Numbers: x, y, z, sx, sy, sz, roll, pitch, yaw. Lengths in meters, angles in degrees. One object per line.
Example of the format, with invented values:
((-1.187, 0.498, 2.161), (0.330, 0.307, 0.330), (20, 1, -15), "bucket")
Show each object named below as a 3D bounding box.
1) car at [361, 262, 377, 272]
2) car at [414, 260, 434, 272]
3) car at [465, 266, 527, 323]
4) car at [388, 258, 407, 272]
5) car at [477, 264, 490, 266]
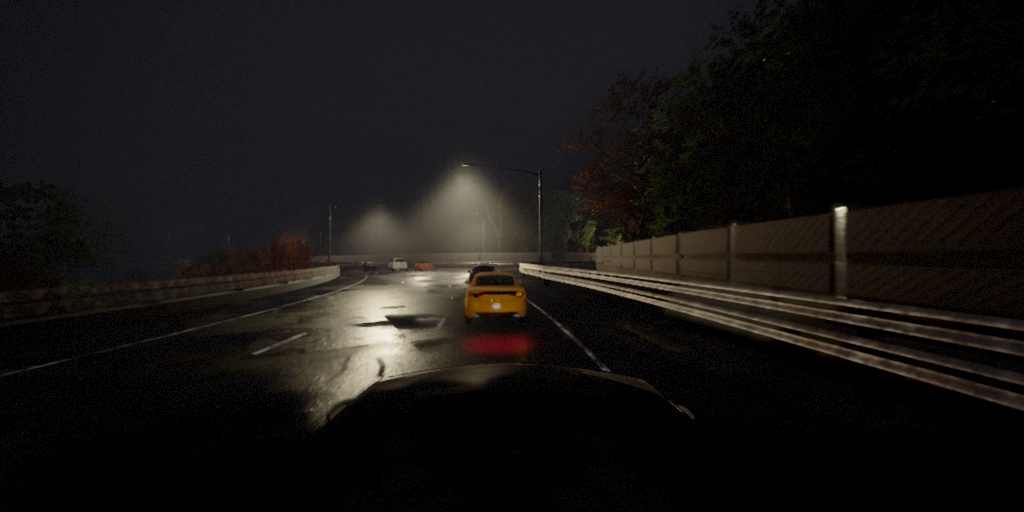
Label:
((-22.666, 1.672, 56.835), (2.128, 1.511, 4.902), (0, 0, -30), "car")
((-13.486, 1.473, 54.665), (2.097, 1.767, 4.553), (0, 0, -28), "car")
((-0.638, 1.293, 12.619), (1.882, 1.535, 5.008), (0, -1, -5), "car")
((-17.620, 1.366, 55.106), (2.150, 2.045, 5.566), (0, 0, -28), "car")
((-1.950, 1.394, 24.440), (1.837, 1.490, 4.892), (0, 0, -7), "car")
